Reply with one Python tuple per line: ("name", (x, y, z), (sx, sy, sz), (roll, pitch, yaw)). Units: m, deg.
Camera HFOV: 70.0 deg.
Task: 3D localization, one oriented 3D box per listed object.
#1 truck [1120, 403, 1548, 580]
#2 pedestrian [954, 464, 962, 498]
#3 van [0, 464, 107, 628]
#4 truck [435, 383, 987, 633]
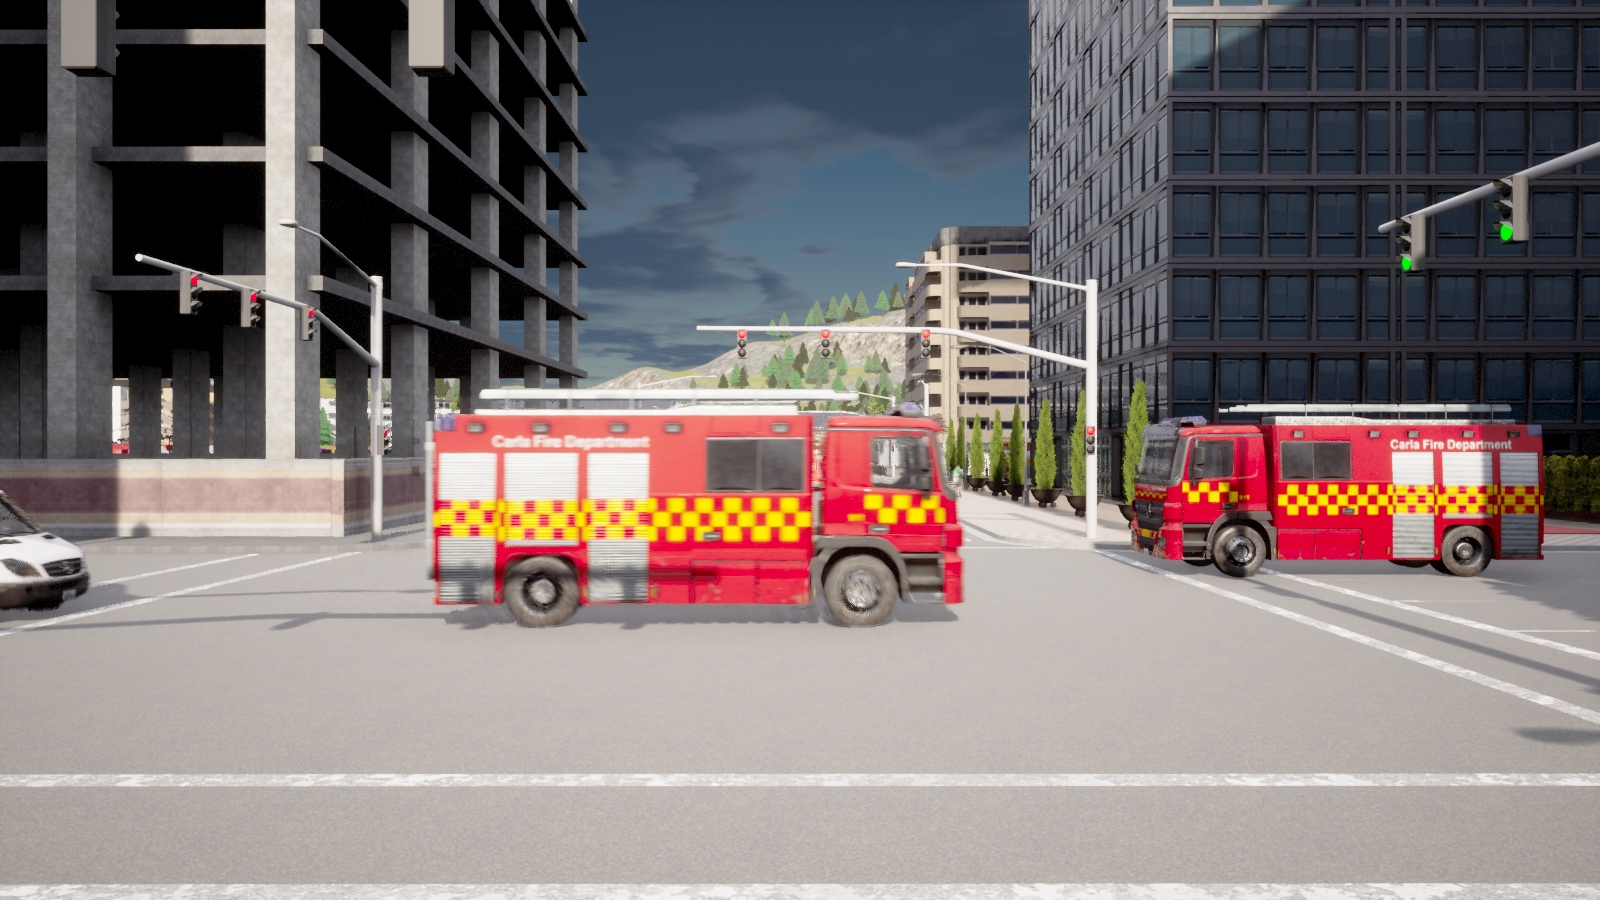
("truck", (11.970, 0.889, 26.163), (8.468, 3.827, 2.891), (0, 0, -1))
("pedestrian", (8.720, 1.693, 63.055), (0.375, 1.860, 0.375), (0, 0, -1))
("van", (-15.111, 1.533, 19.041), (5.915, 2.561, 1.988), (0, 0, 0))
("truck", (-1.375, 0.889, 18.975), (8.468, 3.827, 2.891), (0, 0, -1))
